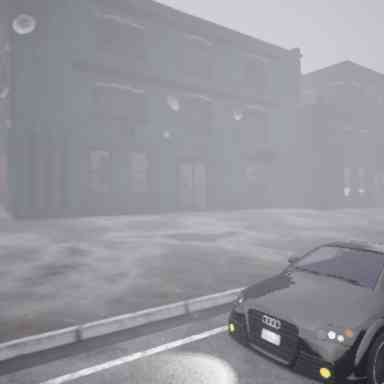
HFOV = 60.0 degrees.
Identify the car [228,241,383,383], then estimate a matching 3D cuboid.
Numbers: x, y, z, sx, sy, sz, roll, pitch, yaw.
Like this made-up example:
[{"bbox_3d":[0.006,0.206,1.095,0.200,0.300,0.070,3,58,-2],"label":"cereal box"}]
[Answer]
[{"bbox_3d":[2.571,1.522,5.195,4.181,1.385,1.994,-2,1,-35],"label":"car"}]
